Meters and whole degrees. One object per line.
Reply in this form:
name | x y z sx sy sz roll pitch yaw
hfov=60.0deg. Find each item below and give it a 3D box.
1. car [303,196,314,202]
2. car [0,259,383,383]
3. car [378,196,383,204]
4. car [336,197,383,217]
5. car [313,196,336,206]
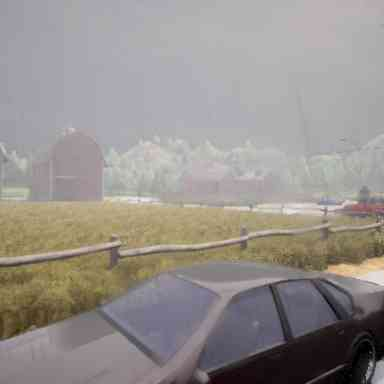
car | 29.955 1.738 82.692 1.932 1.855 4.605 0 0 -36
car | 0.351 1.569 3.735 5.357 1.411 2.033 1 0 -35
car | 45.995 1.805 77.978 1.905 1.878 3.866 0 0 -36
car | 15.655 1.404 28.383 2.150 2.045 5.566 0 -1 -29
car | 26.427 1.831 63.727 2.242 1.667 4.611 0 0 -36
